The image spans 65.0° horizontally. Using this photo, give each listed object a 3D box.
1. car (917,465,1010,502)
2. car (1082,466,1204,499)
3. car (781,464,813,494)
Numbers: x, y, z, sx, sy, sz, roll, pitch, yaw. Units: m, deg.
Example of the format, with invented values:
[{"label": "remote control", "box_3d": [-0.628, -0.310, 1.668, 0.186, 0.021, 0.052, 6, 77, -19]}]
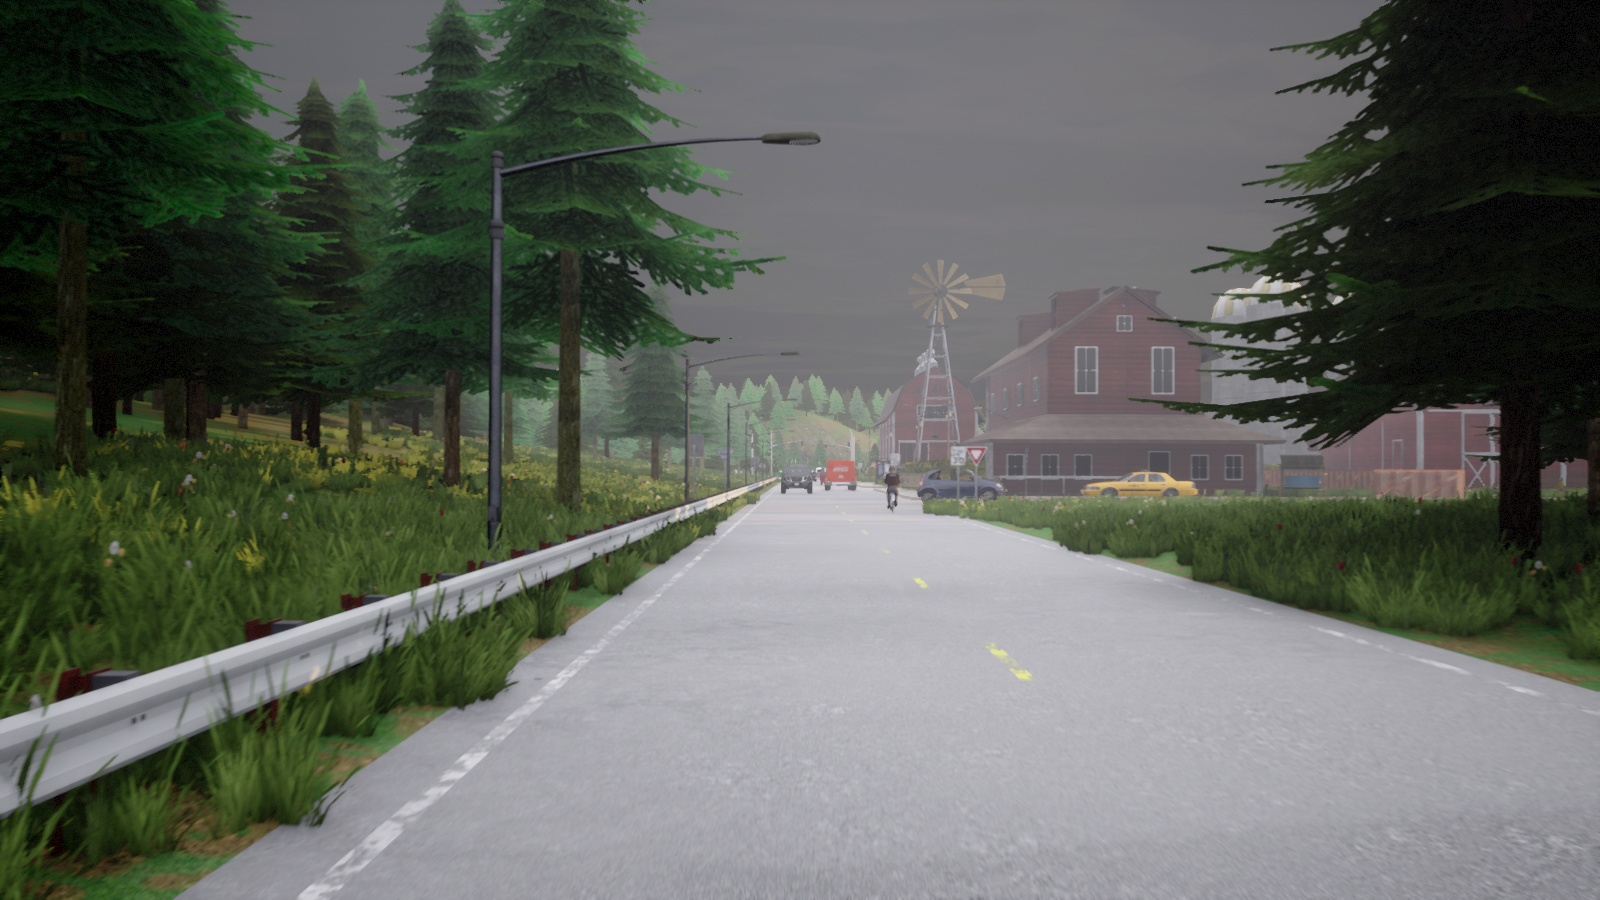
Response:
[{"label": "car", "box_3d": [7.469, 1.521, 57.163, 3.988, 1.617, 1.851, -1, -1, 13]}, {"label": "car", "box_3d": [16.461, 1.560, 60.487, 5.366, 1.575, 1.801, 0, -1, 0]}, {"label": "car", "box_3d": [-0.212, 1.991, 87.007, 2.150, 2.045, 5.566, 0, -1, 0]}]
